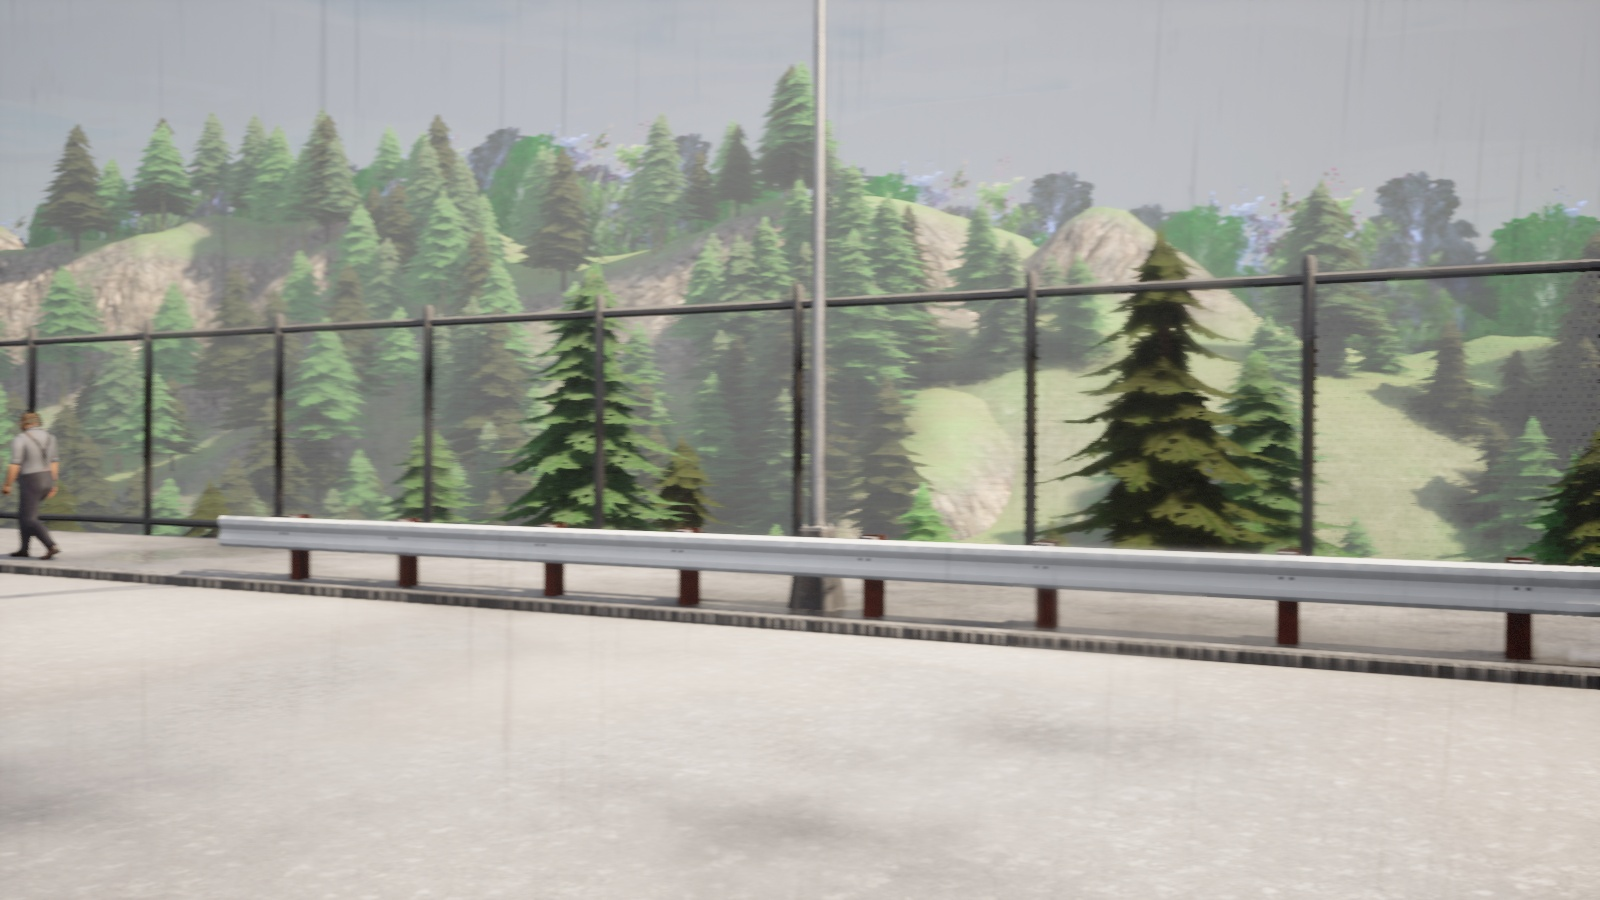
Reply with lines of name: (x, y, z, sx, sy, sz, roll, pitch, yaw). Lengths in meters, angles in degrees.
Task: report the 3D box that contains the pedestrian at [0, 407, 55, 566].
pedestrian: (-9.373, 0.426, 14.948, 0.694, 1.848, 0.540, 0, 0, 12)
